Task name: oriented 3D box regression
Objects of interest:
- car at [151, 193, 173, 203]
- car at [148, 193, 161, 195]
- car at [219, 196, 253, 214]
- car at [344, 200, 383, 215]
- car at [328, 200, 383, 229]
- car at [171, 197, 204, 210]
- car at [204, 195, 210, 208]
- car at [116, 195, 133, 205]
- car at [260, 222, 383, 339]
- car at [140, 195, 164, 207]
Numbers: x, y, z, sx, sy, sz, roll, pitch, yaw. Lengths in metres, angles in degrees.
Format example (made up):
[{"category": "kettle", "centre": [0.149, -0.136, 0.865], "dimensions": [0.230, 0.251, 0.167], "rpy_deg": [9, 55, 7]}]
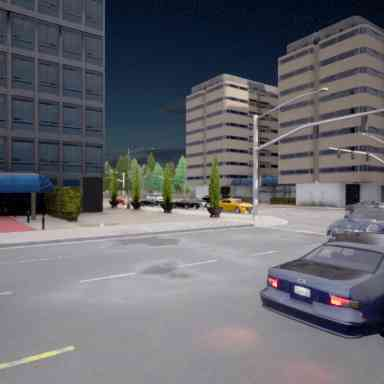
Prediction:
[{"category": "car", "centre": [-6.280, 1.221, 69.890], "dimensions": [2.150, 2.045, 5.566], "rpy_deg": [0, 0, -35]}, {"category": "car", "centre": [-5.810, 1.221, 56.766], "dimensions": [2.150, 2.045, 5.566], "rpy_deg": [0, 0, -34]}, {"category": "car", "centre": [4.467, 1.477, 35.964], "dimensions": [1.882, 1.535, 5.008], "rpy_deg": [0, 0, -35]}, {"category": "car", "centre": [18.640, 1.563, 35.260], "dimensions": [4.181, 1.385, 1.994], "rpy_deg": [0, 0, 41]}, {"category": "car", "centre": [7.574, 1.351, 13.721], "dimensions": [4.553, 1.767, 2.097], "rpy_deg": [0, 0, -36]}, {"category": "car", "centre": [-0.893, 1.600, 43.619], "dimensions": [1.895, 1.301, 4.718], "rpy_deg": [0, 0, -35]}, {"category": "car", "centre": [0.254, 1.491, 48.083], "dimensions": [2.128, 1.511, 4.902], "rpy_deg": [0, 0, -35]}, {"category": "car", "centre": [-12.002, 1.351, 59.555], "dimensions": [2.097, 1.767, 4.553], "rpy_deg": [0, 0, -35]}, {"category": "car", "centre": [3.719, 1.547, 6.473], "dimensions": [5.357, 1.411, 2.033], "rpy_deg": [0, 0, -35]}, {"category": "car", "centre": [-6.165, 1.600, 51.152], "dimensions": [1.895, 1.301, 4.718], "rpy_deg": [0, 0, -35]}]
